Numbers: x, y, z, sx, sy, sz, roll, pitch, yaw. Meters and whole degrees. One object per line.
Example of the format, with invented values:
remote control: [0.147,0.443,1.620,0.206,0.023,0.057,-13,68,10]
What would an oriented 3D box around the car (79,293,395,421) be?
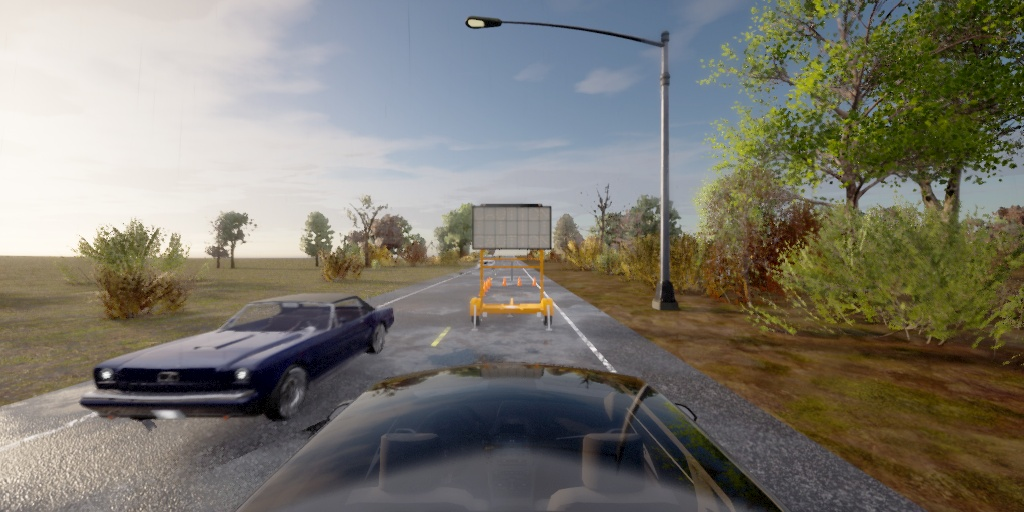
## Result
car: [-3.602,1.351,5.961,1.895,1.301,4.718,0,0,0]

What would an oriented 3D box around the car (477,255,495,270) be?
car: [-3.611,0.931,50.302,2.150,2.045,5.566,0,0,0]

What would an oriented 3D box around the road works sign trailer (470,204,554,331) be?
road works sign trailer: [-0.003,0.213,11.009,2.380,3.560,2.880,0,0,0]
